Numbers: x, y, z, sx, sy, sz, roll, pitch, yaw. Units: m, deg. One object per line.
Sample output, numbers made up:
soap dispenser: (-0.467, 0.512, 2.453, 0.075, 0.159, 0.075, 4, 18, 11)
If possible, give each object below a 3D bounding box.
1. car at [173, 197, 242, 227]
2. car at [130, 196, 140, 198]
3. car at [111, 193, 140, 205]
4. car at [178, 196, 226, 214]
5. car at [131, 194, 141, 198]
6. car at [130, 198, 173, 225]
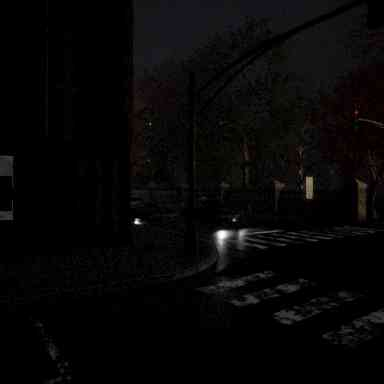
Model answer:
car: (0.999, 1.255, 20.470, 1.812, 1.442, 4.674, 0, 1, -36)
car: (-5.837, 1.158, 25.482, 1.802, 1.307, 4.206, 2, 0, -36)
car: (-8.830, 0.863, 43.840, 2.008, 1.369, 4.403, 1, 0, -36)
car: (0.843, 1.129, 30.546, 1.752, 1.417, 4.829, 1, 0, -36)
car: (-5.057, 1.071, 28.802, 1.812, 1.442, 4.674, 0, 1, -36)
car: (-2.580, 1.257, 21.006, 1.802, 1.307, 4.206, 2, 0, -36)
